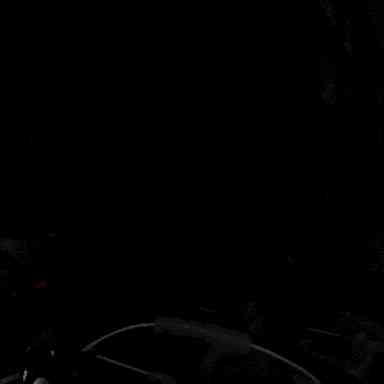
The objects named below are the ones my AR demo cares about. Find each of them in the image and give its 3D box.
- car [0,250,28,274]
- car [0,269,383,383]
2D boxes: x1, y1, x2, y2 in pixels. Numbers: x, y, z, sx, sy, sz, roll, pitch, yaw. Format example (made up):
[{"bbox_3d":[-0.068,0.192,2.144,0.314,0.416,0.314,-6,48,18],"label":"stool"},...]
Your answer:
[{"bbox_3d":[-4.301,1.681,6.149,4.206,1.307,1.802,-1,-1,36],"label":"car"},{"bbox_3d":[0.196,1.571,2.939,4.403,1.369,2.008,-1,-1,36],"label":"car"}]
